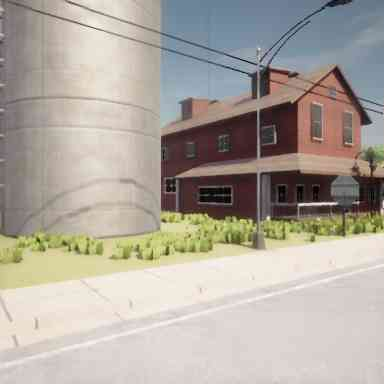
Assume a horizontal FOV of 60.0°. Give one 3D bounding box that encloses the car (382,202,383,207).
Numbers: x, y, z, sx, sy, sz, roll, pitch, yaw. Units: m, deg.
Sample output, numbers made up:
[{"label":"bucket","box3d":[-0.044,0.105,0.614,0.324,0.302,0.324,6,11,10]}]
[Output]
[{"label":"car","box3d":[21.206,1.503,40.842,1.812,1.442,4.674,0,0,-36]}]
